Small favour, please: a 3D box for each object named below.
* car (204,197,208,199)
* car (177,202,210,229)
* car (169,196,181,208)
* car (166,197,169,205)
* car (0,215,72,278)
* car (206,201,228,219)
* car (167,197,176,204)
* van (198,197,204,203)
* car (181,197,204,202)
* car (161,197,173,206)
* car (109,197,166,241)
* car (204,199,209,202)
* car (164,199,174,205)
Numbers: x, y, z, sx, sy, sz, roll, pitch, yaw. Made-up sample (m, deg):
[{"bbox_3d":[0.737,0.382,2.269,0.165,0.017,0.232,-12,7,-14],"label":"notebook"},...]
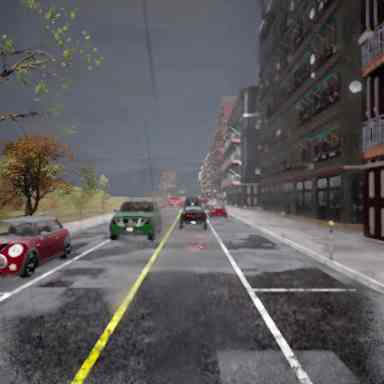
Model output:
[{"bbox_3d":[2.542,1.997,71.609,2.192,1.841,5.009,1,-1,0],"label":"car"},{"bbox_3d":[0.088,1.732,23.776,1.837,1.490,4.892,0,0,0],"label":"car"},{"bbox_3d":[-2.825,1.783,59.040,2.150,2.045,5.566,0,-1,1],"label":"car"},{"bbox_3d":[-5.332,1.960,54.629,1.967,1.590,4.097,1,-1,0],"label":"car"},{"bbox_3d":[-5.310,1.539,10.341,1.967,1.590,4.097,1,-1,0],"label":"car"},{"bbox_3d":[2.557,1.895,32.794,1.802,1.307,4.206,1,-1,0],"label":"car"},{"bbox_3d":[-5.346,2.151,87.847,2.192,1.841,5.009,1,-1,0],"label":"car"},{"bbox_3d":[2.531,2.235,93.787,1.690,1.788,3.998,1,-1,0],"label":"van"},{"bbox_3d":[0.066,1.611,41.120,2.150,2.045,5.566,0,-1,0],"label":"car"},{"bbox_3d":[-5.338,1.993,71.239,2.192,1.841,5.009,1,-1,0],"label":"car"},{"bbox_3d":[-2.860,1.394,18.059,2.150,2.045,5.566,0,-1,0],"label":"car"},{"bbox_3d":[2.552,1.969,43.884,2.008,1.369,4.403,1,-1,0],"label":"car"},{"bbox_3d":[-5.344,2.281,76.772,2.008,1.369,4.403,1,-1,0],"label":"car"}]
